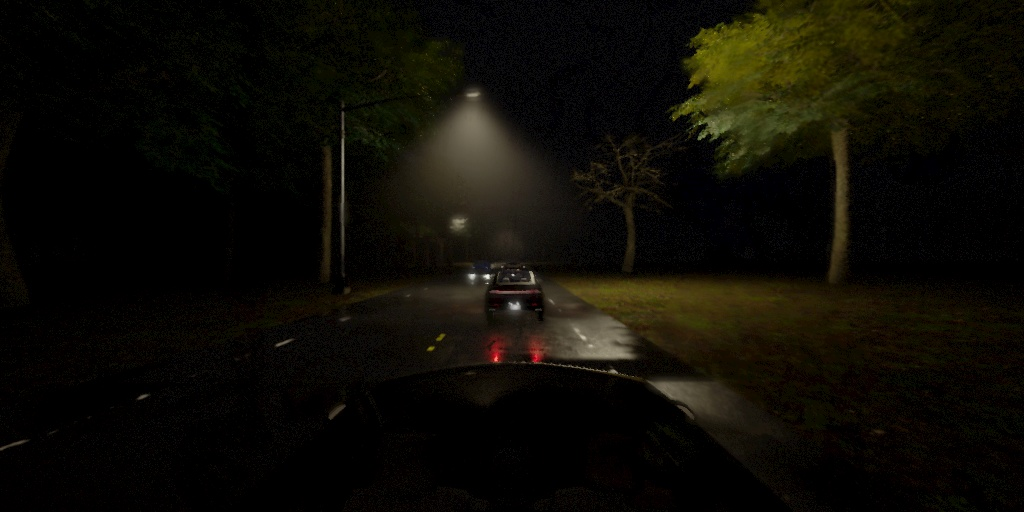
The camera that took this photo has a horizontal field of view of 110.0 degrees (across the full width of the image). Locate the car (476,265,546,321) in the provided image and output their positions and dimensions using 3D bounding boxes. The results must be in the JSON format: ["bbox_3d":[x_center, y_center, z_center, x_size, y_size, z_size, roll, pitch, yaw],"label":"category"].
[{"bbox_3d":[0.103,1.245,12.572,2.128,1.511,4.902,0,0,0],"label":"car"}]

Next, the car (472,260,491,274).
[{"bbox_3d":[-3.491,1.244,41.997,1.882,1.535,5.008,0,0,0],"label":"car"}]

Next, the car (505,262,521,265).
[{"bbox_3d":[0.109,1.259,30.959,1.837,1.490,4.892,0,0,0],"label":"car"}]
